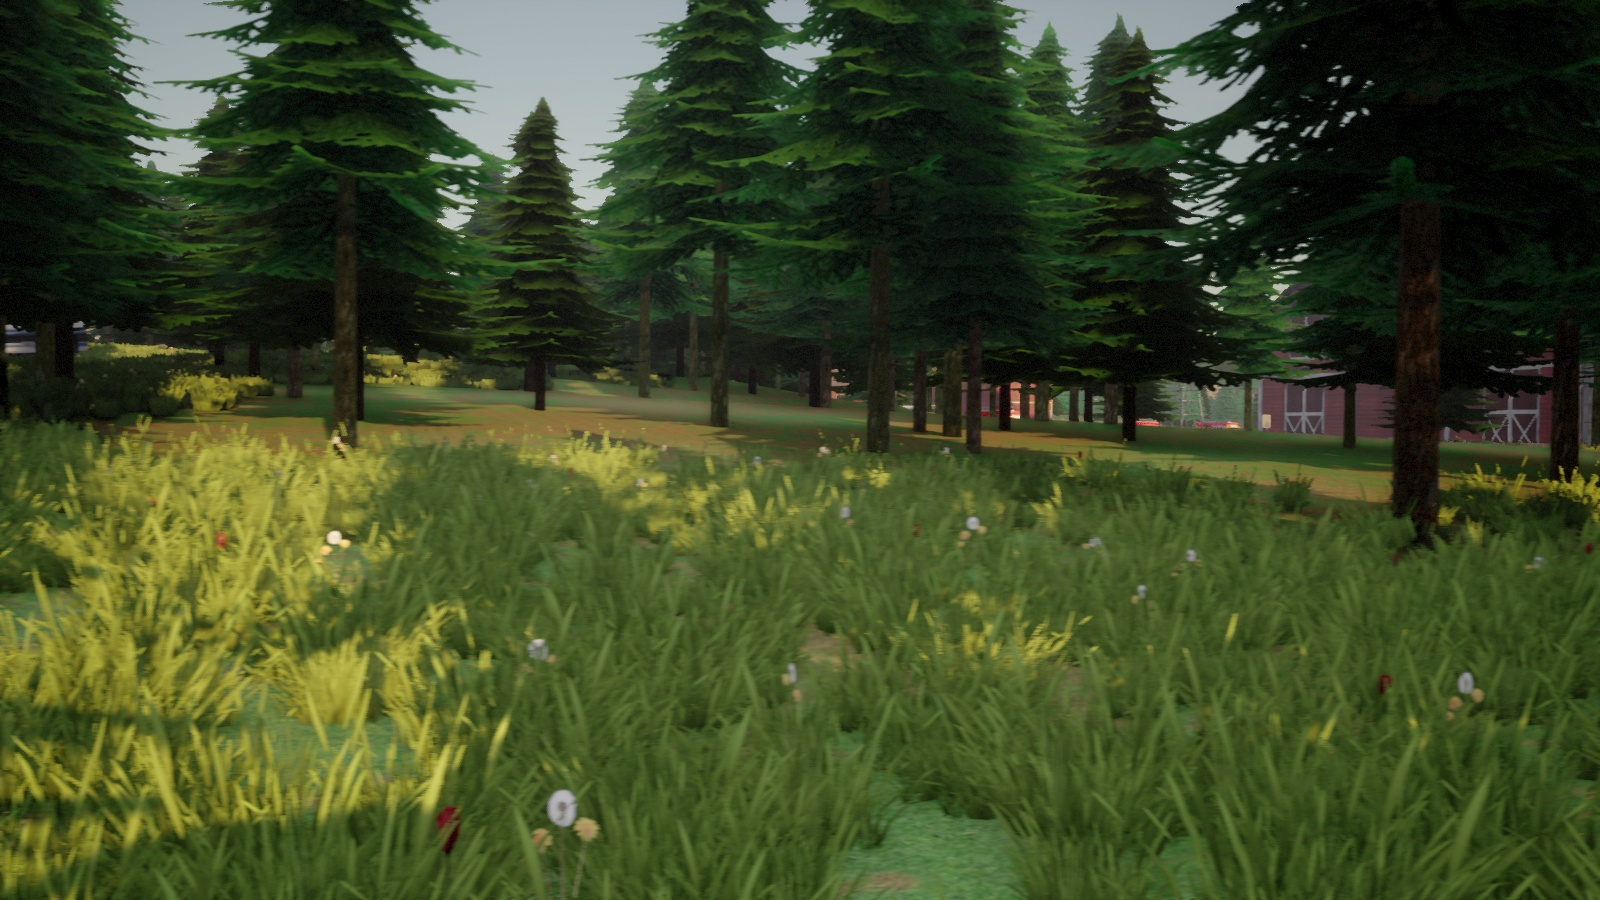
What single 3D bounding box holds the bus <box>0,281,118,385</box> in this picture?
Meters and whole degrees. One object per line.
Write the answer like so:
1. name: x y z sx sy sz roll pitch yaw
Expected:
1. bus: -34.517 -4.845 52.665 3.944 4.253 10.273 -1 6 16
